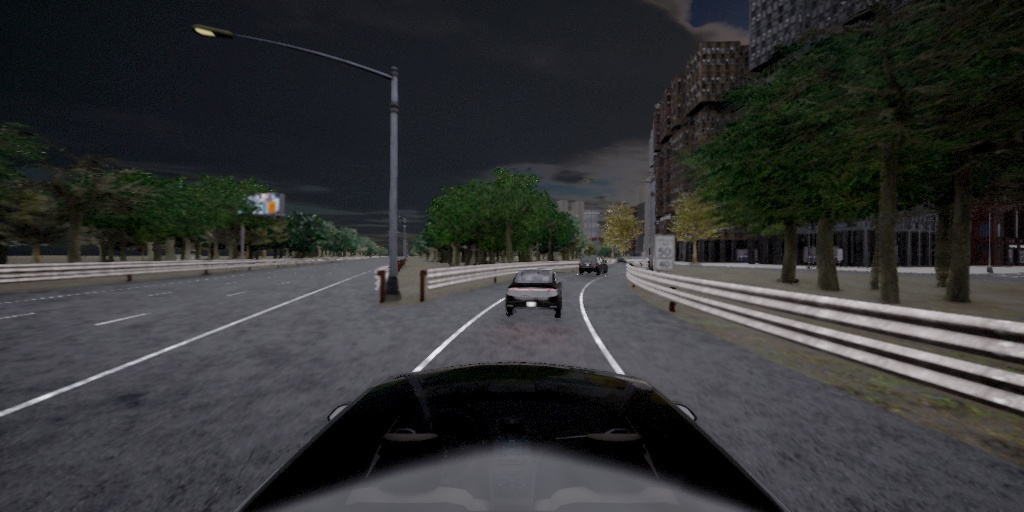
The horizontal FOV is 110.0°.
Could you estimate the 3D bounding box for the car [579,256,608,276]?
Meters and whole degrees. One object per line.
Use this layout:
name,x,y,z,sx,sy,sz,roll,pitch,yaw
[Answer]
car,8.818,1.019,38.642,2.150,2.045,5.566,0,0,26

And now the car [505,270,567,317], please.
car,0.947,1.246,13.256,2.128,1.511,4.902,0,0,9
